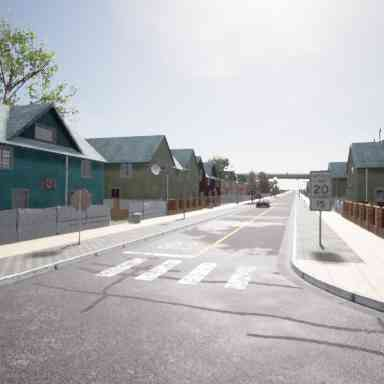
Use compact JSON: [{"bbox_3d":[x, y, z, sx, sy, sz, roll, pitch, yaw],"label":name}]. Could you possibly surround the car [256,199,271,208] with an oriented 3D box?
[{"bbox_3d":[10.796,1.651,50.232,1.895,1.301,4.718,0,0,17],"label":"car"}]
